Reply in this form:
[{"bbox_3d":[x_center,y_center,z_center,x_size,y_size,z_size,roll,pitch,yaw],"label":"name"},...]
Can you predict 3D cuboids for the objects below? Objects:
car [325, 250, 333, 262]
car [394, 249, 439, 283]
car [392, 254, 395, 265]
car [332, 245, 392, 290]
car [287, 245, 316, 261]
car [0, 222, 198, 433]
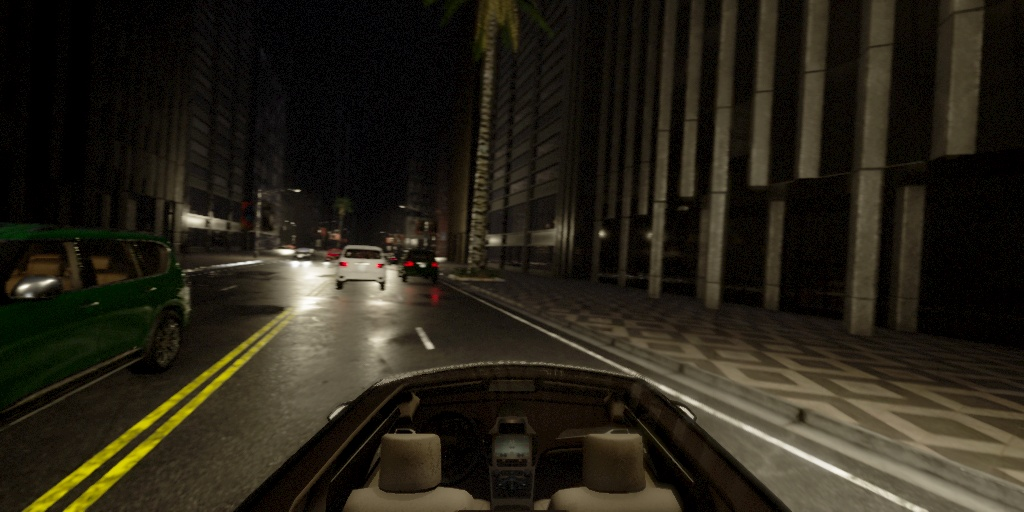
[{"bbox_3d":[-21.161,-0.052,43.143,1.882,1.535,5.008,3,0,-21],"label":"car"},{"bbox_3d":[-6.228,0.580,23.546,2.150,2.045,5.566,3,1,-22],"label":"car"},{"bbox_3d":[-12.793,0.462,40.030,1.837,1.490,4.892,3,1,-21],"label":"car"},{"bbox_3d":[-7.572,0.506,18.238,2.150,2.045,5.566,3,0,-22],"label":"car"},{"bbox_3d":[-24.081,-0.203,41.702,2.128,1.511,4.902,3,0,-21],"label":"car"},{"bbox_3d":[-5.388,0.655,3.414,2.150,2.045,5.566,3,0,-22],"label":"car"}]
